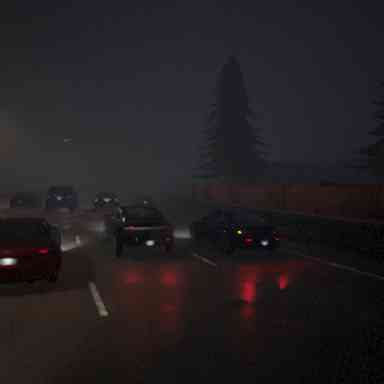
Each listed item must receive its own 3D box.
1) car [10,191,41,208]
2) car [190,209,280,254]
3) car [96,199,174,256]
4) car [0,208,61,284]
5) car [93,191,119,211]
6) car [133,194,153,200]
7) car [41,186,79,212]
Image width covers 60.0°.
[{"bbox_3d":[-14.992,0.639,30.357,1.882,1.535,5.008,1,1,-13],"label":"car"},{"bbox_3d":[1.470,1.351,12.651,1.812,1.442,4.674,1,1,-21],"label":"car"},{"bbox_3d":[-2.093,1.245,12.170,2.128,1.511,4.902,1,1,-21],"label":"car"},{"bbox_3d":[-4.448,1.325,8.574,1.994,1.385,4.181,1,1,-22],"label":"car"},{"bbox_3d":[-7.520,0.698,29.310,2.097,1.767,4.553,1,1,-14],"label":"car"},{"bbox_3d":[-4.820,0.912,32.935,1.994,1.385,4.181,1,1,-13],"label":"car"},{"bbox_3d":[-10.841,0.517,28.036,2.150,2.045,5.566,1,1,-14],"label":"car"}]
